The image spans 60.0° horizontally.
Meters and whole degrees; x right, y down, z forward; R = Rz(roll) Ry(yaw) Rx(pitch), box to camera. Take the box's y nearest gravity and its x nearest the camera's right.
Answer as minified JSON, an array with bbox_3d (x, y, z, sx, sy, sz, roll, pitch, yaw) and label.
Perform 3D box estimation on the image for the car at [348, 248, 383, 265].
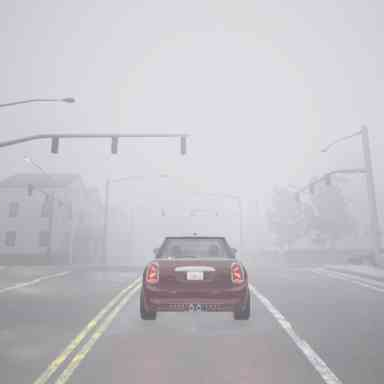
[{"bbox_3d":[16.213,5.690,29.057,4.892,1.490,1.837,0,-12,1],"label":"car"}]

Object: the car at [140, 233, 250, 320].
[{"bbox_3d":[0.074,1.789,8.224,2.097,1.767,4.553,0,-6,0],"label":"car"}]
